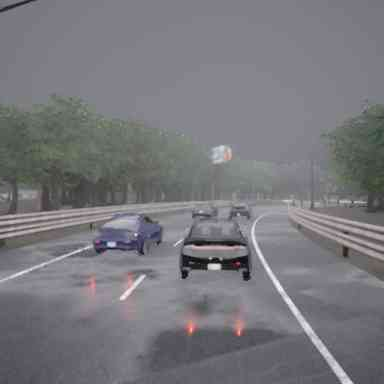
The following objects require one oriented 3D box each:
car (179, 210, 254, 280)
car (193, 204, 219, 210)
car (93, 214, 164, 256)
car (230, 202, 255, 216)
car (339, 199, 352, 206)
[{"bbox_3d":[0.737,1.543,10.163,2.128,1.511,4.902,0,0,5],"label":"car"},{"bbox_3d":[1.381,1.818,32.438,1.994,1.385,4.181,0,-1,16],"label":"car"},{"bbox_3d":[-2.417,1.597,13.427,1.812,1.442,4.674,0,0,7],"label":"car"},{"bbox_3d":[4.775,1.753,31.640,1.837,1.490,4.892,0,-1,16],"label":"car"},{"bbox_3d":[39.921,2.645,86.912,4.553,1.767,2.097,2,-2,-43],"label":"car"}]
